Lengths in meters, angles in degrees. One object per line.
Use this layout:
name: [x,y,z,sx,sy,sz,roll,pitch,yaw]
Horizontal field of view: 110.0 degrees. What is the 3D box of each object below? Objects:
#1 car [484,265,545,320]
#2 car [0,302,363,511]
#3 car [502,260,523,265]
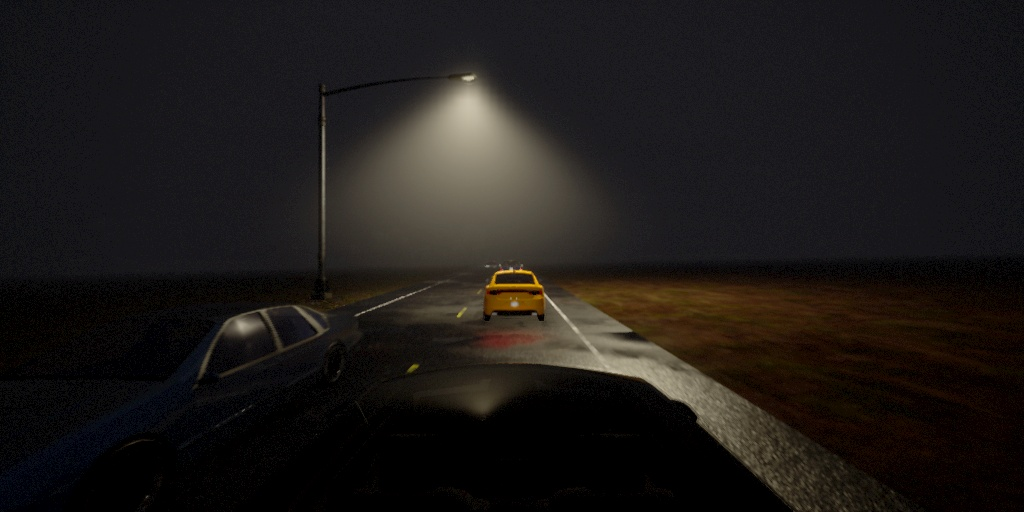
car: [0.066,1.235,12.726,1.882,1.535,5.008,0,0,0]
car: [-3.605,1.299,4.180,2.033,1.411,5.357,0,0,0]
car: [-0.075,1.127,30.820,2.097,1.767,4.553,0,0,-1]
